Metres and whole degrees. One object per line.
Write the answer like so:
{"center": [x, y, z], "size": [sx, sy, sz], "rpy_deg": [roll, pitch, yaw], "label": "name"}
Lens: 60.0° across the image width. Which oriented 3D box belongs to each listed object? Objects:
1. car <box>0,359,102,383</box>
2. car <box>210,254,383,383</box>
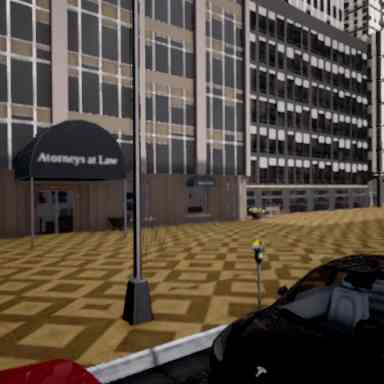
{"center": [-2.293, 1.555, 0.805], "size": [4.507, 1.381, 1.887], "rpy_deg": [-1, 0, -35], "label": "car"}
{"center": [2.206, 1.537, 4.007], "size": [4.313, 1.339, 1.947], "rpy_deg": [0, 0, -35], "label": "car"}
